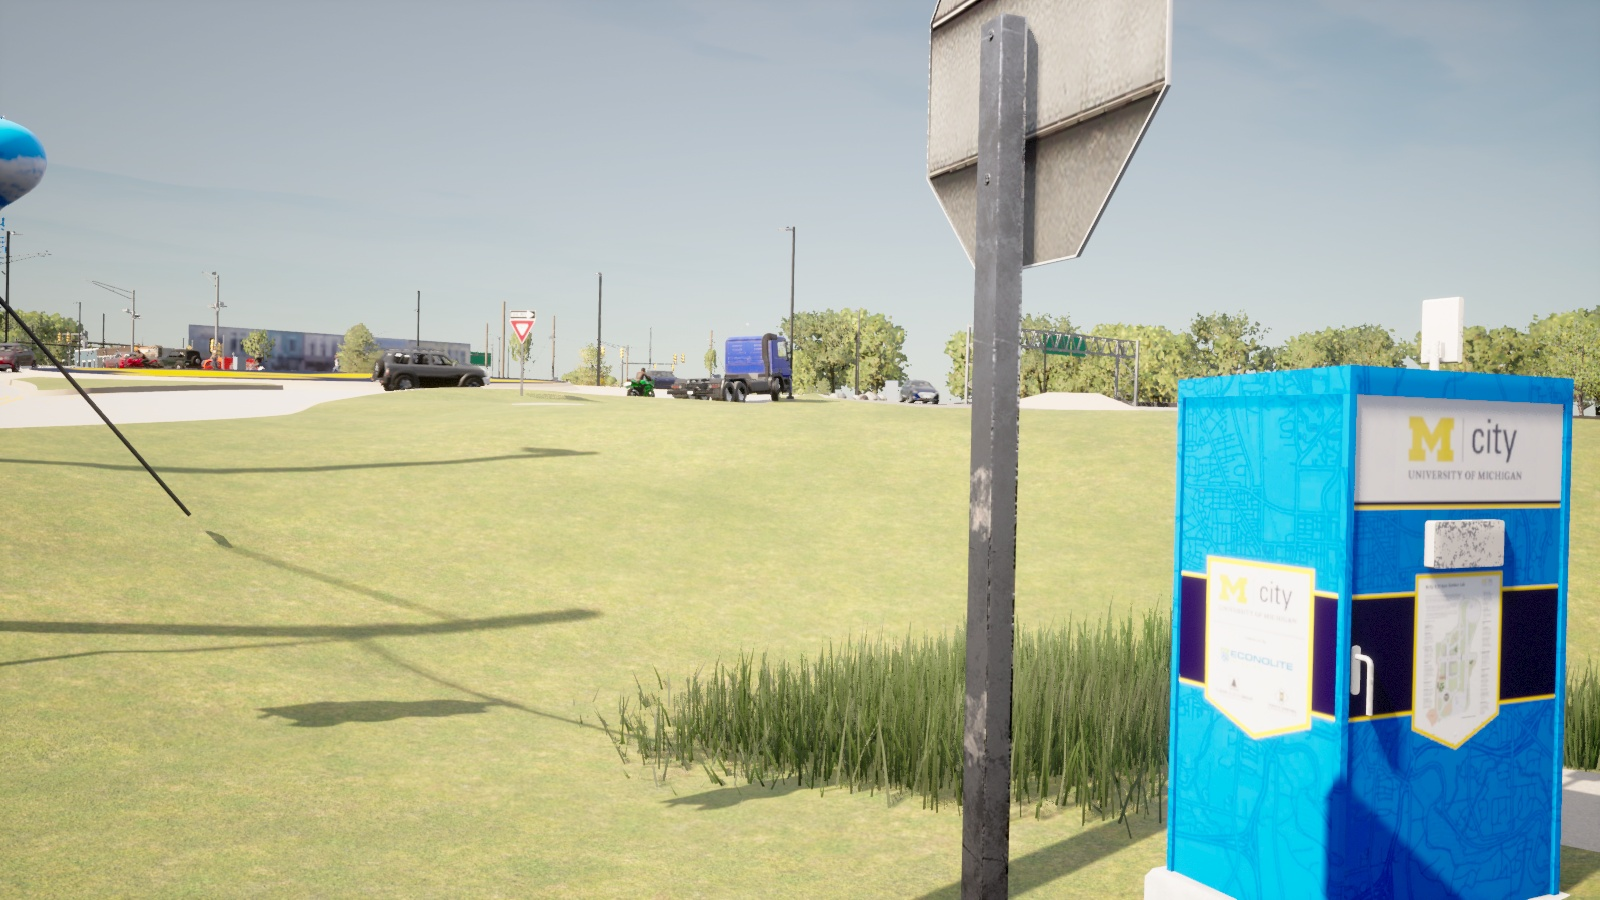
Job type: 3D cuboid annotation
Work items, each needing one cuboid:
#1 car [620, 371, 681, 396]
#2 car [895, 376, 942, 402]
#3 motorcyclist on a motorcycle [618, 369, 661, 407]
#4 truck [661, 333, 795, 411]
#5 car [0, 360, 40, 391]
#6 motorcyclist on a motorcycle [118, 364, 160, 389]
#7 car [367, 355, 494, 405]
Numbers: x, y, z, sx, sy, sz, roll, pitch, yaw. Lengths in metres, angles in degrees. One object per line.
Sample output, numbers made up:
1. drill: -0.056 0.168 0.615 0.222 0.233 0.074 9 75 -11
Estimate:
1. car: -11.276 -4.982 94.703 2.097 1.767 4.553 0 2 33
2. car: 7.902 -4.087 84.196 2.033 1.649 4.856 1 3 -8
3. motorcyclist on a motorcycle: -6.850 -2.639 53.777 0.797 1.523 2.044 0 1 28
4. truck: -3.395 -3.933 62.017 2.891 3.462 7.936 -1 5 26
5. car: -42.489 -3.995 67.318 1.789 1.549 3.705 -3 5 -13
6. motorcyclist on a motorcycle: -40.411 -4.502 76.785 0.797 1.523 2.044 2 3 43
7. car: -15.139 -2.861 51.529 4.605 1.855 1.932 -1 6 -35
